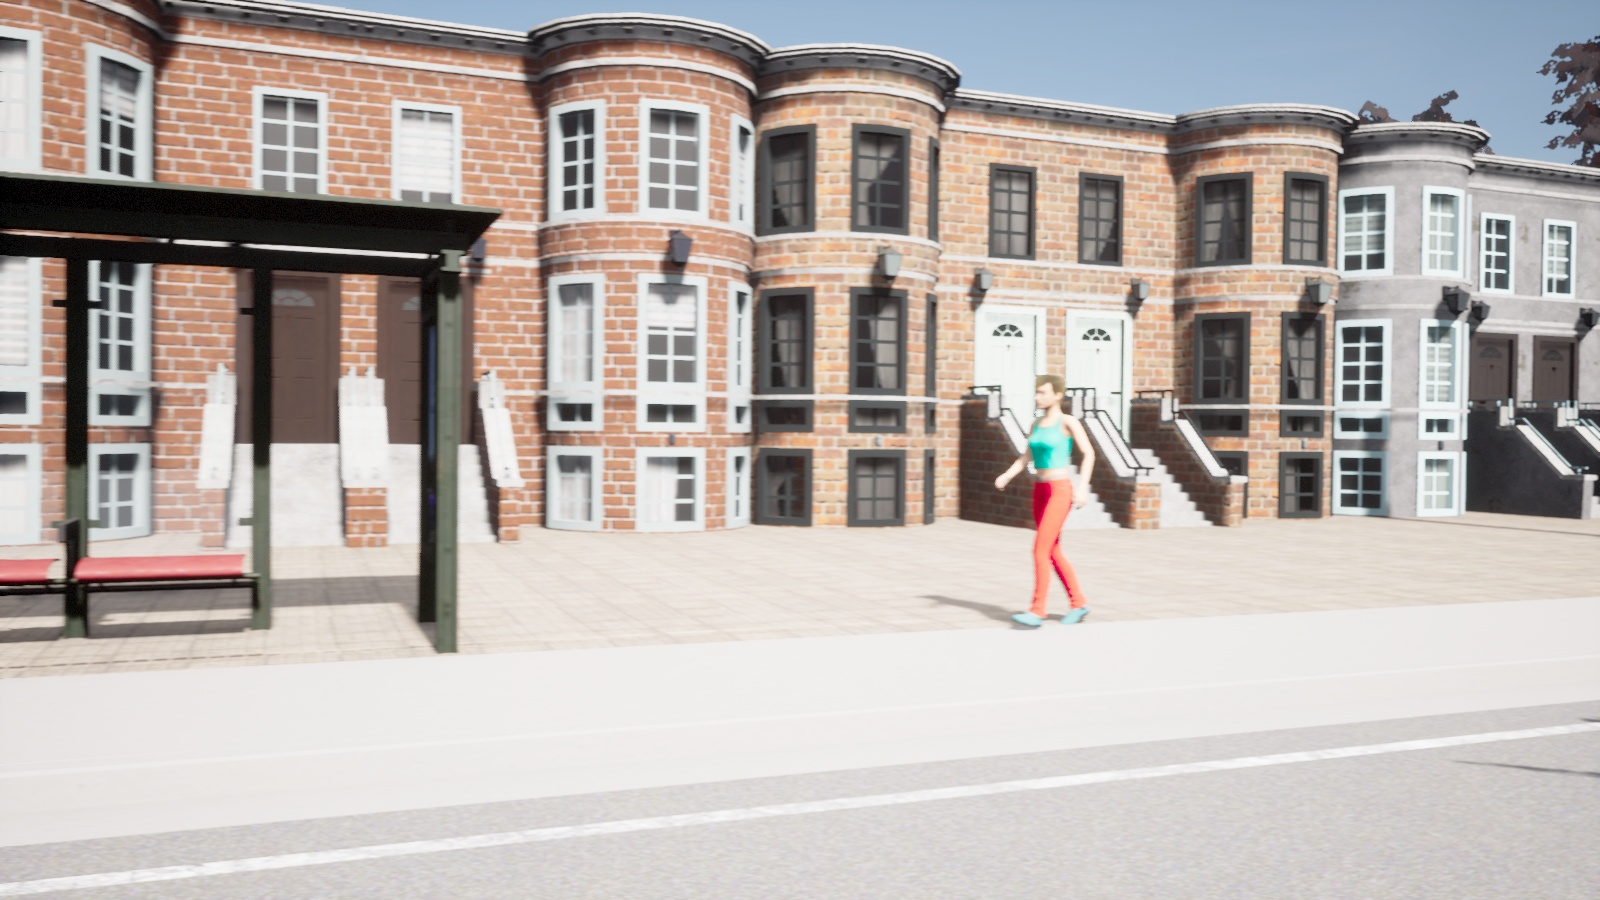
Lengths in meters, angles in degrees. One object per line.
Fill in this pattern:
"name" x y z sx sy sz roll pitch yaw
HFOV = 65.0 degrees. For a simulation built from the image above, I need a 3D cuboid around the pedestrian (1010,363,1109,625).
"pedestrian" 1.871 0.303 9.062 0.594 1.836 0.345 -1 1 -25
